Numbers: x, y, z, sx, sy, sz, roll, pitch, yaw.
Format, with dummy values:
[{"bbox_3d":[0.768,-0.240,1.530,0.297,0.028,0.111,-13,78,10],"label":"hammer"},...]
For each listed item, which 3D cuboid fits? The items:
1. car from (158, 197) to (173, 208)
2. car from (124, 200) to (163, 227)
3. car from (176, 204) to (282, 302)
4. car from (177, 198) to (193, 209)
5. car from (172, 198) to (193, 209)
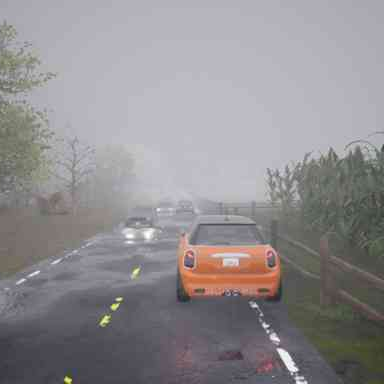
[{"bbox_3d":[-3.796,1.439,47.641,1.882,1.535,5.008,0,0,-1],"label":"car"},{"bbox_3d":[-3.354,1.538,22.867,2.033,1.411,5.357,0,0,-1],"label":"car"},{"bbox_3d":[0.716,1.350,8.437,2.097,1.767,4.553,0,0,-1],"label":"car"},{"bbox_3d":[-0.921,1.530,44.934,1.994,1.385,4.181,0,0,-1],"label":"car"},{"bbox_3d":[-0.691,1.528,34.423,2.033,1.411,5.357,0,0,-1],"label":"car"}]
